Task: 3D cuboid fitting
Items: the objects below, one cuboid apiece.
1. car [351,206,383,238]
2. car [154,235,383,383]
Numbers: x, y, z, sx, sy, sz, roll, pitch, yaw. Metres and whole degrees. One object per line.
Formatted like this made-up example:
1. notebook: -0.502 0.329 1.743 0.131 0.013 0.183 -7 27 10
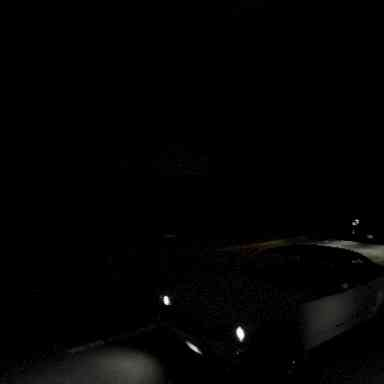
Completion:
1. car: 9.801 1.455 16.490 4.553 1.767 2.097 0 0 -39
2. car: 1.764 1.638 5.518 4.718 1.301 1.895 0 0 -38
